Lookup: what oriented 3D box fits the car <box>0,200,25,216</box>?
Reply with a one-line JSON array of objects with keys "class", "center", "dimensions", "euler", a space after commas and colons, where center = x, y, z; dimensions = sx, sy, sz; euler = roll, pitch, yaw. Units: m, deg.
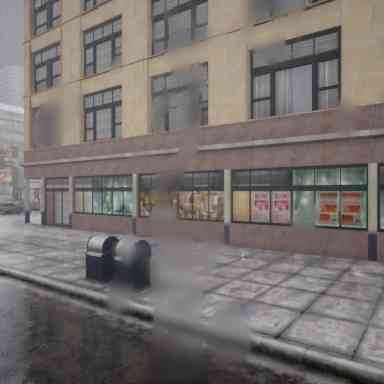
[{"class": "car", "center": [-18.184, 1.564, 31.279], "dimensions": [1.994, 1.385, 4.181], "euler": [0, 0, 36]}]

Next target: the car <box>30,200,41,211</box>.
[{"class": "car", "center": [-18.317, 1.564, 37.087], "dimensions": [1.994, 1.385, 4.181], "euler": [0, 0, 36]}]
